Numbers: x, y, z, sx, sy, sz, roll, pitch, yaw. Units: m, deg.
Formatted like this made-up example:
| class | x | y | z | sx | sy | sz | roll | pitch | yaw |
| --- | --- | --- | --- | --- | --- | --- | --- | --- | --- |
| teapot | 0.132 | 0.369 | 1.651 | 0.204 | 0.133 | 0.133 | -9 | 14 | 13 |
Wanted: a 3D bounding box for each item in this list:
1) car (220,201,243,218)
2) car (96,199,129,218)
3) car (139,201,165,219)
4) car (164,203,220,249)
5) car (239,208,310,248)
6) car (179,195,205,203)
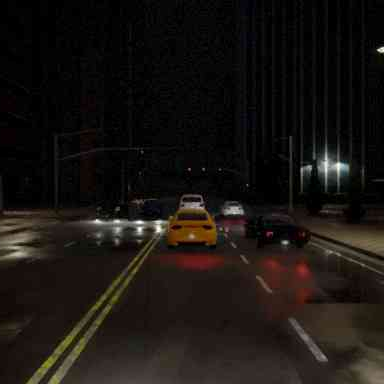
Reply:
| class | x | y | z | sx | sy | sz | roll | pitch | yaw |
| --- | --- | --- | --- | --- | --- | --- | --- | --- | --- |
| car | 3.500 | 1.531 | 29.650 | 1.812 | 1.442 | 4.674 | 0 | 0 | 0 |
| car | -7.000 | 1.402 | 29.727 | 2.097 | 1.767 | 4.553 | 0 | 0 | 0 |
| car | -3.500 | 1.510 | 29.697 | 1.882 | 1.535 | 5.008 | 0 | 0 | 0 |
| car | 0.000 | 1.483 | 14.650 | 1.882 | 1.535 | 5.008 | 0 | 0 | 0 |
| car | 3.500 | 1.614 | 14.680 | 1.895 | 1.301 | 4.718 | 0 | 0 | 0 |
| car | 0.000 | 1.256 | 29.680 | 2.150 | 2.045 | 5.566 | 0 | 0 | 0 |
